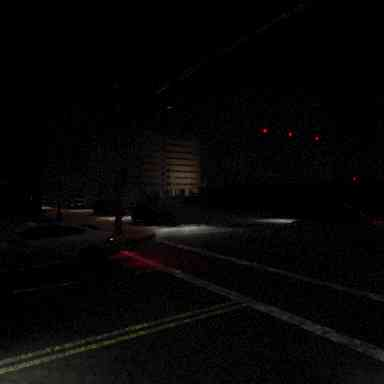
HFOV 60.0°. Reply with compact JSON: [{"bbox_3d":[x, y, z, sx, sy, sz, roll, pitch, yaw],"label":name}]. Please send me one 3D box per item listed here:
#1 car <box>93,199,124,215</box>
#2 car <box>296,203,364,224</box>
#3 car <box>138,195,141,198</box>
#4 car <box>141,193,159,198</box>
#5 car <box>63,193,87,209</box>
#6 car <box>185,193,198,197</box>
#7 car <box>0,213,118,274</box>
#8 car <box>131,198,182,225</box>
[{"bbox_3d":[-8.316,1.478,33.039,1.882,1.535,5.008,0,0,-33],"label":"car"},{"bbox_3d":[10.255,1.526,24.945,4.674,1.442,1.812,0,1,26],"label":"car"},{"bbox_3d":[-11.359,1.153,83.926,4.605,1.855,1.932,0,0,-34],"label":"car"},{"bbox_3d":[-9.782,1.156,81.499,3.866,1.878,1.905,0,0,-34],"label":"car"},{"bbox_3d":[-15.773,1.221,44.715,2.150,2.045,5.566,0,0,-32],"label":"car"},{"bbox_3d":[1.246,1.156,65.267,3.866,1.878,1.905,0,0,-34],"label":"car"},{"bbox_3d":[-4.425,1.526,9.411,4.674,1.442,1.812,0,0,-35],"label":"car"},{"bbox_3d":[-2.887,1.478,24.489,1.882,1.535,5.008,0,0,-31],"label":"car"}]
